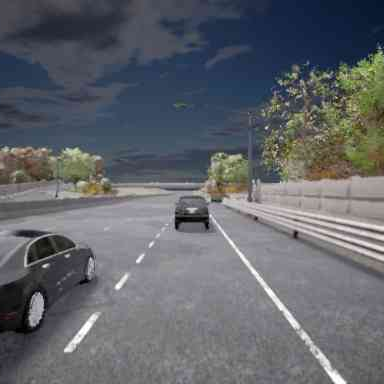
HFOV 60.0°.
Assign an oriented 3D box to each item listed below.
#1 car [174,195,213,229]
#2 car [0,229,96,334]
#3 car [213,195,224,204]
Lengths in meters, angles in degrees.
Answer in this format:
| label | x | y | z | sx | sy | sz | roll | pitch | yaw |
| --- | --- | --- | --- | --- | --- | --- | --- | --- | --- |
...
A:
| label | x | y | z | sx | sy | sz | roll | pitch | yaw |
| --- | --- | --- | --- | --- | --- | --- | --- | --- | --- |
| car | 0.000 | 1.240 | 22.124 | 2.150 | 2.045 | 5.566 | 0 | 0 | 0 |
| car | -3.401 | 1.507 | 6.725 | 1.837 | 1.490 | 4.892 | 0 | 0 | 0 |
| car | 6.517 | 1.741 | 79.967 | 2.150 | 2.045 | 5.566 | 0 | -1 | 24 |
